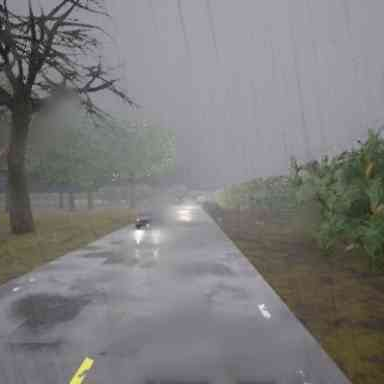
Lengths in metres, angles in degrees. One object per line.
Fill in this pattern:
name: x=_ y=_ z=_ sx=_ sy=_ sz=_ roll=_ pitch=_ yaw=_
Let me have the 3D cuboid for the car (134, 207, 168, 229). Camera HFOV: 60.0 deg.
car: x=-2.740 y=1.734 z=23.474 sx=2.033 sy=1.411 sz=5.357 roll=0 pitch=-1 yaw=0
